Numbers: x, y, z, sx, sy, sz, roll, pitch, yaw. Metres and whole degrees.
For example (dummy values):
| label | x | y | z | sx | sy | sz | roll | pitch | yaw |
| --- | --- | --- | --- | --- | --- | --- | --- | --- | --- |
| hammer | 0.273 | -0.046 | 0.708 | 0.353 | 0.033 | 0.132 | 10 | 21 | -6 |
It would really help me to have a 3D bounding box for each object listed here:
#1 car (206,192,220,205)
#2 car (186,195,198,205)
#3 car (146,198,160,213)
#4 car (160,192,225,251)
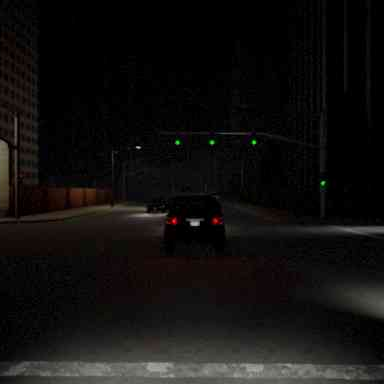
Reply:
| label | x | y | z | sx | sy | sz | roll | pitch | yaw |
| --- | --- | --- | --- | --- | --- | --- | --- | --- | --- |
| car | 3.486 | 1.004 | 56.161 | 2.150 | 2.045 | 5.566 | 0 | 0 | 0 |
| car | -0.014 | 1.287 | 56.131 | 1.837 | 1.490 | 4.892 | 0 | 0 | 0 |
| car | -3.601 | 1.369 | 34.942 | 1.837 | 1.490 | 4.892 | 0 | 0 | 0 |
| car | 0.096 | 1.141 | 13.740 | 2.150 | 2.045 | 5.566 | 0 | 0 | 0 |
